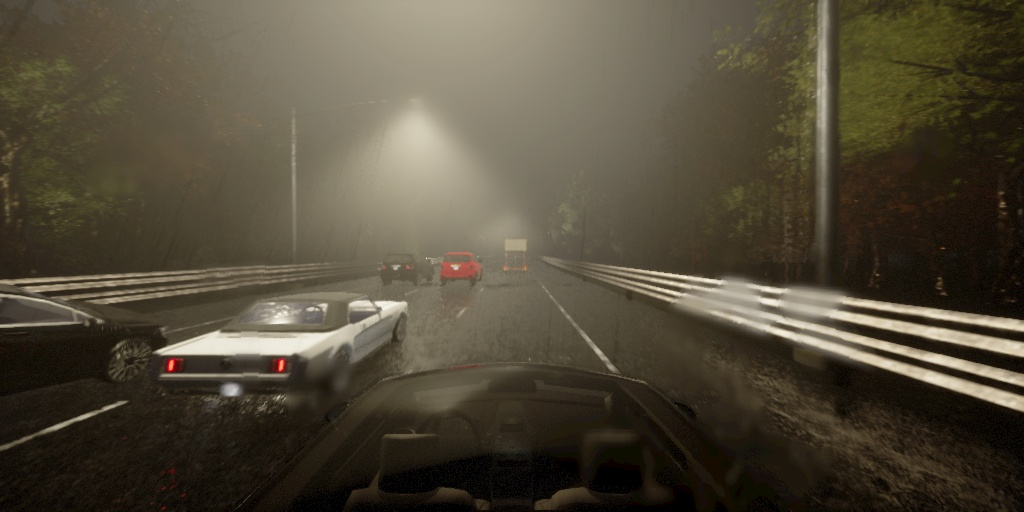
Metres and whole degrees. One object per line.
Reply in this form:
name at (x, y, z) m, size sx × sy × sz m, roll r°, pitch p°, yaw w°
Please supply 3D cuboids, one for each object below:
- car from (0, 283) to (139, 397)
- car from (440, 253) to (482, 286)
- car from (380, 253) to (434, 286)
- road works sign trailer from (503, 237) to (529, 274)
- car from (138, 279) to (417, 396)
car at (-6.721, 0.957, 4.149) m, size 2.128 × 1.511 × 4.902 m, roll 13°, pitch -5°, yaw 1°
car at (-3.247, 0.797, 23.677) m, size 2.150 × 2.045 × 5.566 m, roll 0°, pitch 0°, yaw 1°
car at (-6.735, 0.797, 23.574) m, size 2.150 × 2.045 × 5.566 m, roll 0°, pitch 0°, yaw 1°
road works sign trailer at (0.347, -0.059, 35.735) m, size 2.380 × 3.560 × 2.880 m, roll 0°, pitch 0°, yaw 2°
car at (-3.378, 1.312, 6.540) m, size 1.895 × 1.301 × 4.718 m, roll 0°, pitch 0°, yaw 0°
